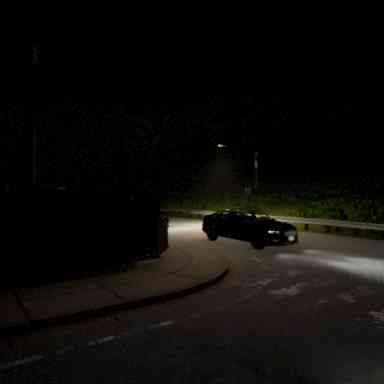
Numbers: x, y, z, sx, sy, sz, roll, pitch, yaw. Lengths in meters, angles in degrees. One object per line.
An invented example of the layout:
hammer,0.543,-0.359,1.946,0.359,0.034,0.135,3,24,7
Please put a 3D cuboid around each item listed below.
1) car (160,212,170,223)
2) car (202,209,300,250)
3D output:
car,-3.306,1.548,22.828,1.812,1.442,4.674,0,0,-35
car,2.403,1.513,14.723,2.128,1.511,4.902,0,0,-35
